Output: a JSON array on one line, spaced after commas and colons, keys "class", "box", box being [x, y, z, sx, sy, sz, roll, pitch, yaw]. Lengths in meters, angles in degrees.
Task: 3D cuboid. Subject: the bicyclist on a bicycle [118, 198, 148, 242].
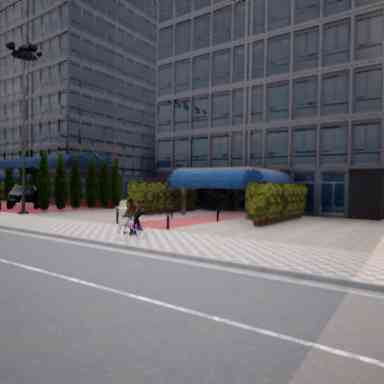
[{"class": "bicyclist on a bicycle", "box": [-2.265, 1.074, 12.922, 0.582, 1.620, 1.656, 2, 1, 34]}]

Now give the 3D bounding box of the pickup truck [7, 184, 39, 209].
[{"class": "pickup truck", "box": [-15.145, 0.359, 30.060, 2.390, 2.098, 6.274, 1, 1, -25]}]
